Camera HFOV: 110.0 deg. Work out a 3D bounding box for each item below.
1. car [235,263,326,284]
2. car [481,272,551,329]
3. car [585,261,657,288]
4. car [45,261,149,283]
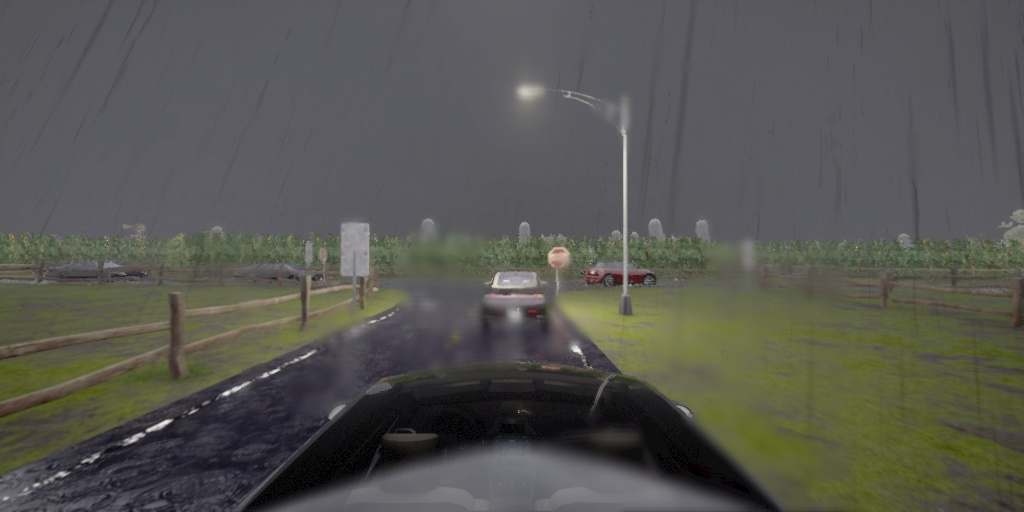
[{"bbox_3d":[-15.494,1.149,24.156,5.357,1.411,2.033,0,-1,0],"label":"car"},{"bbox_3d":[0.143,1.230,11.140,2.128,1.511,4.902,0,0,1],"label":"car"},{"bbox_3d":[7.207,1.112,23.629,4.553,1.767,2.097,1,-1,-19],"label":"car"},{"bbox_3d":[-27.949,1.067,24.229,5.357,1.411,2.033,0,-1,0],"label":"car"}]
